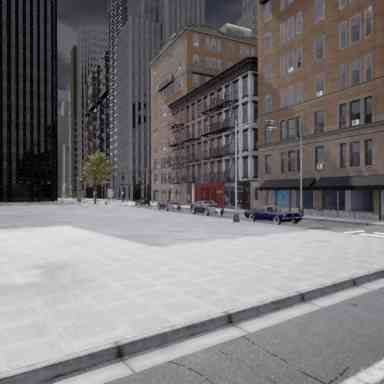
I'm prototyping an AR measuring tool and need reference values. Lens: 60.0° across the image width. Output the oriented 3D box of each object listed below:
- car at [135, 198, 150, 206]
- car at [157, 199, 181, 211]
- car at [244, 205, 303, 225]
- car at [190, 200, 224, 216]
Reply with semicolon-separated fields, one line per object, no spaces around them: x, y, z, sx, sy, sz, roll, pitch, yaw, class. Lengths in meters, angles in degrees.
-9.240;1.815;61.931;1.837;1.490;4.892;0;0;-27;car
-3.055;1.689;43.332;2.128;1.511;4.902;0;0;-26;car
6.006;1.686;24.944;1.895;1.301;4.718;0;0;-26;car
1.493;1.630;34.087;2.128;1.511;4.902;0;0;-26;car
